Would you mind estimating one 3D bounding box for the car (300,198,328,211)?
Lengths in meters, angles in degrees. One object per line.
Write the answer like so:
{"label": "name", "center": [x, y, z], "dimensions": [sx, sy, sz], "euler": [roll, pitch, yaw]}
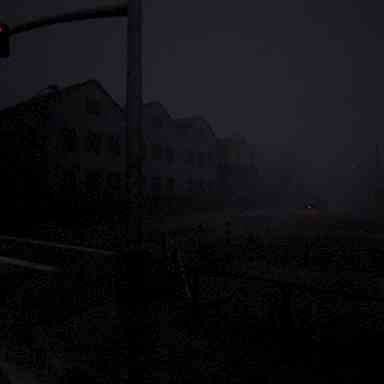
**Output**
{"label": "car", "center": [13.941, 1.370, 37.753], "dimensions": [1.895, 1.301, 4.718], "euler": [0, 0, 35]}
